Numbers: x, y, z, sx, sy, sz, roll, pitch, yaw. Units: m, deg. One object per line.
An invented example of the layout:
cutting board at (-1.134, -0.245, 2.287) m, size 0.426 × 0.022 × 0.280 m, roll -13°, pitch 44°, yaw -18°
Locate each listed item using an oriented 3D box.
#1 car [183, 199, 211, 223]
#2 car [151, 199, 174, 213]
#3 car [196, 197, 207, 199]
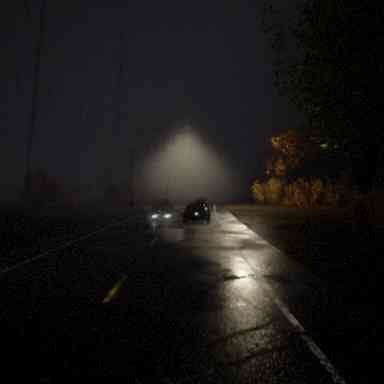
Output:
car at (0.370, 1.463, 24.672) m, size 1.994 × 1.385 × 4.181 m, roll 0°, pitch 0°, yaw 2°
car at (-2.951, 1.405, 34.462) m, size 2.033 × 1.411 × 5.357 m, roll 0°, pitch 0°, yaw 3°
car at (1.158, 1.353, 41.278) m, size 1.812 × 1.442 × 4.674 m, roll 0°, pitch 0°, yaw 4°
